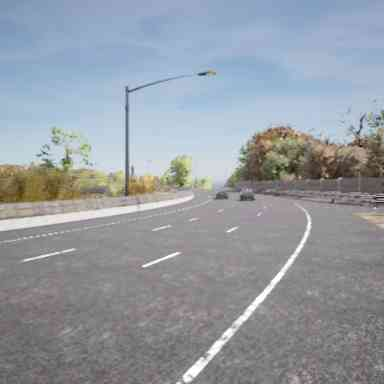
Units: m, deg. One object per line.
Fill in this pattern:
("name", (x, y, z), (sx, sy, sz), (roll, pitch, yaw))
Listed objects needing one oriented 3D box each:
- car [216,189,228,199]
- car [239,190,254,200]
("car", (4.841, 0.281, 53.495), (2.128, 1.511, 4.902), (0, 1, 3))
("car", (8.032, 0.399, 48.827), (2.128, 1.511, 4.902), (0, 1, 5))
